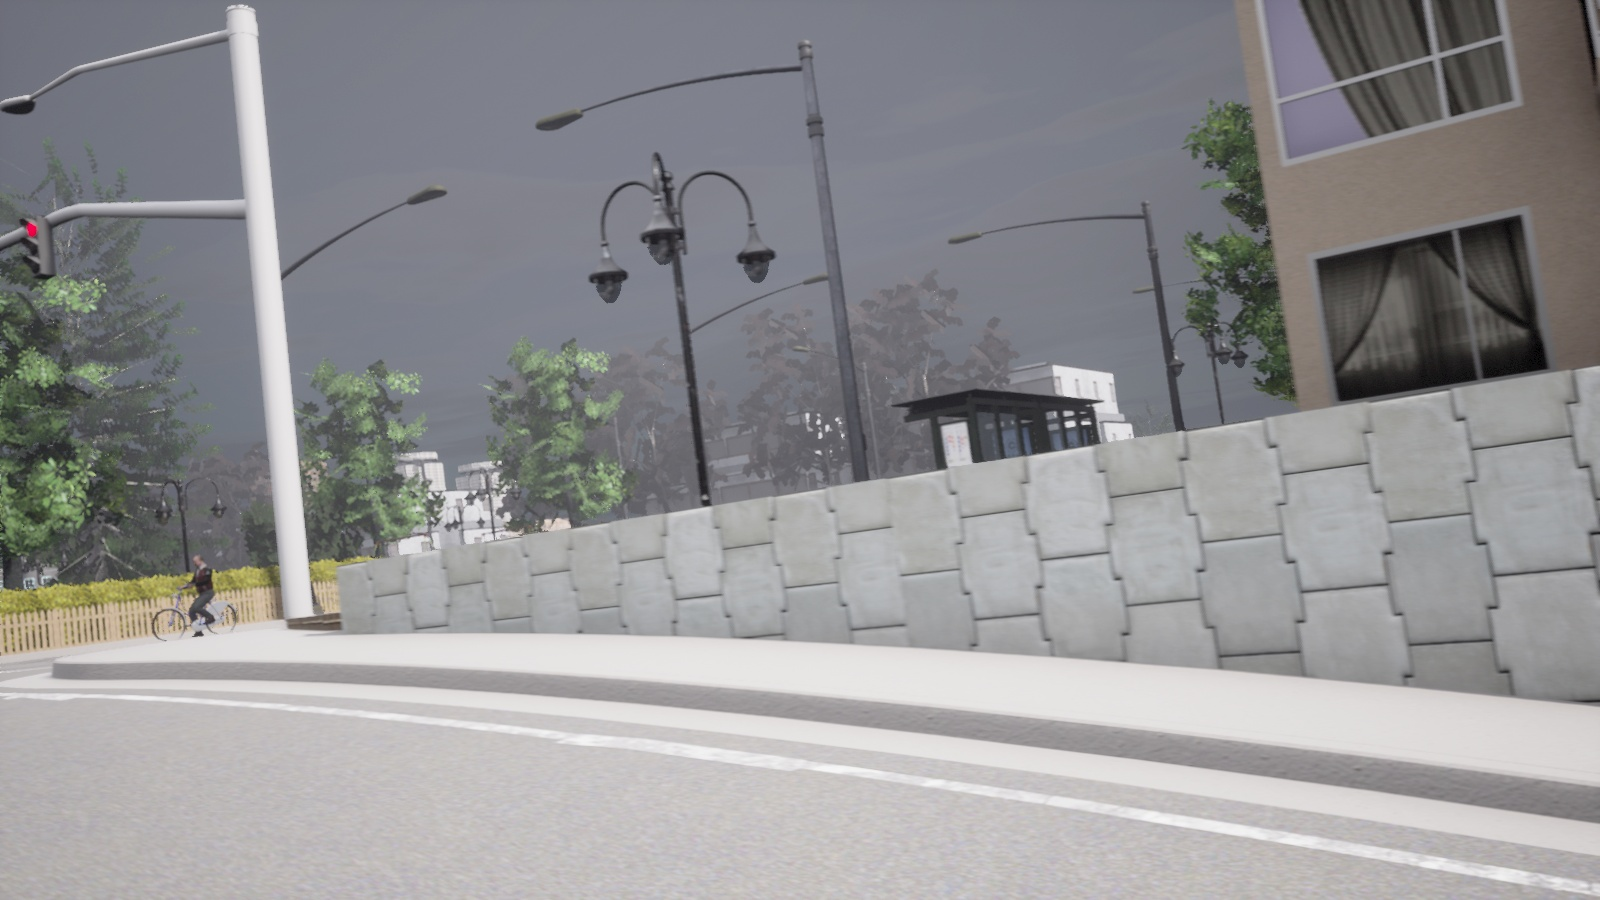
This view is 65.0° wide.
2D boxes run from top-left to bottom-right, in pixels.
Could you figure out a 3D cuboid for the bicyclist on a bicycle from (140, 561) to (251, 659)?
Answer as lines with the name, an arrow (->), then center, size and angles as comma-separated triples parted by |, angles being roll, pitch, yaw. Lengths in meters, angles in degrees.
bicyclist on a bicycle -> -12.624, 3.314, 26.265 | 0.659, 1.776, 1.843 | -11, -6, 34
